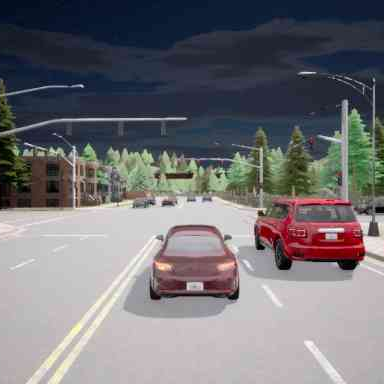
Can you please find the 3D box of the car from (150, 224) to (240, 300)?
[{"bbox_3d":[0.049,1.527,8.265,1.812,1.442,4.674,0,0,0],"label":"car"}]

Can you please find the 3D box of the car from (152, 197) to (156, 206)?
[{"bbox_3d":[-7.178,1.553,56.697,2.033,1.411,5.357,0,0,0],"label":"car"}]

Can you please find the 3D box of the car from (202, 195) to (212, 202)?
[{"bbox_3d":[3.382,1.363,74.426,2.097,1.767,4.553,0,0,0],"label":"car"}]

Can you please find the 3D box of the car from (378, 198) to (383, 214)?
[{"bbox_3d":[18.273,1.355,32.530,4.553,1.767,2.097,0,0,0],"label":"car"}]

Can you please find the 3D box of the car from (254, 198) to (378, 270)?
[{"bbox_3d":[3.557,1.223,11.144,2.150,2.045,5.566,0,0,0],"label":"car"}]

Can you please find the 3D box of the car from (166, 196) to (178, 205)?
[{"bbox_3d":[-3.653,1.511,62.019,1.837,1.490,4.892,0,0,0],"label":"car"}]

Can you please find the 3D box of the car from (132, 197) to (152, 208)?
[{"bbox_3d":[-7.165,1.510,46.952,1.837,1.490,4.892,0,0,0],"label":"car"}]

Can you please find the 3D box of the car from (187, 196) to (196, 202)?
[{"bbox_3d":[-0.125,1.561,74.655,1.994,1.385,4.181,0,0,0],"label":"car"}]

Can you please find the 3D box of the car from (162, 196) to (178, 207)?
[{"bbox_3d":[-3.648,1.606,51.732,1.895,1.301,4.718,0,0,0],"label":"car"}]
